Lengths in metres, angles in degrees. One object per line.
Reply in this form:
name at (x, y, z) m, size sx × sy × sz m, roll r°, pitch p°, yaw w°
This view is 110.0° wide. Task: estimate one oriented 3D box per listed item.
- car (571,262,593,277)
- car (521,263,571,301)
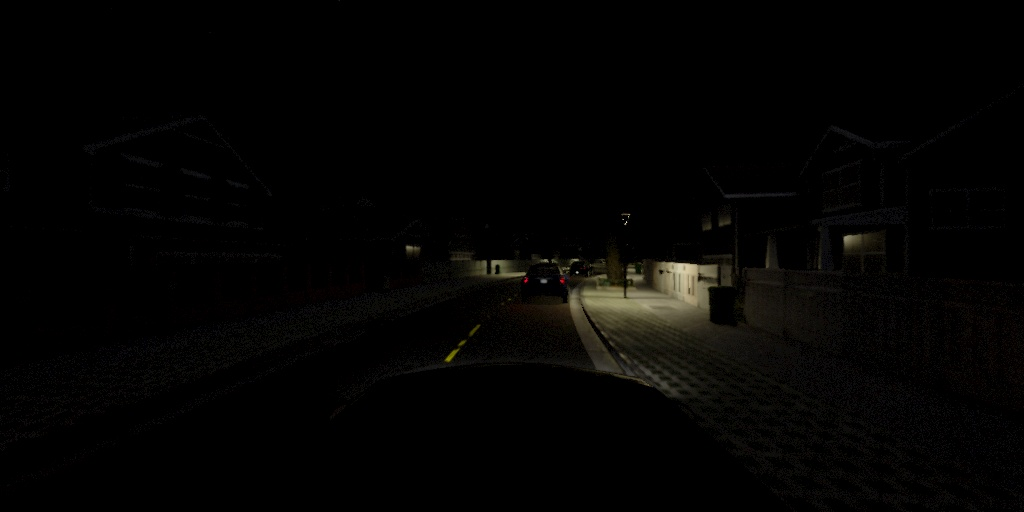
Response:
car at (7.032, 1.323, 36.335) m, size 1.837 × 1.490 × 4.892 m, roll 0°, pitch 0°, yaw 20°
car at (1.712, 1.120, 17.563) m, size 2.097 × 1.767 × 4.553 m, roll 0°, pitch 0°, yaw 9°
